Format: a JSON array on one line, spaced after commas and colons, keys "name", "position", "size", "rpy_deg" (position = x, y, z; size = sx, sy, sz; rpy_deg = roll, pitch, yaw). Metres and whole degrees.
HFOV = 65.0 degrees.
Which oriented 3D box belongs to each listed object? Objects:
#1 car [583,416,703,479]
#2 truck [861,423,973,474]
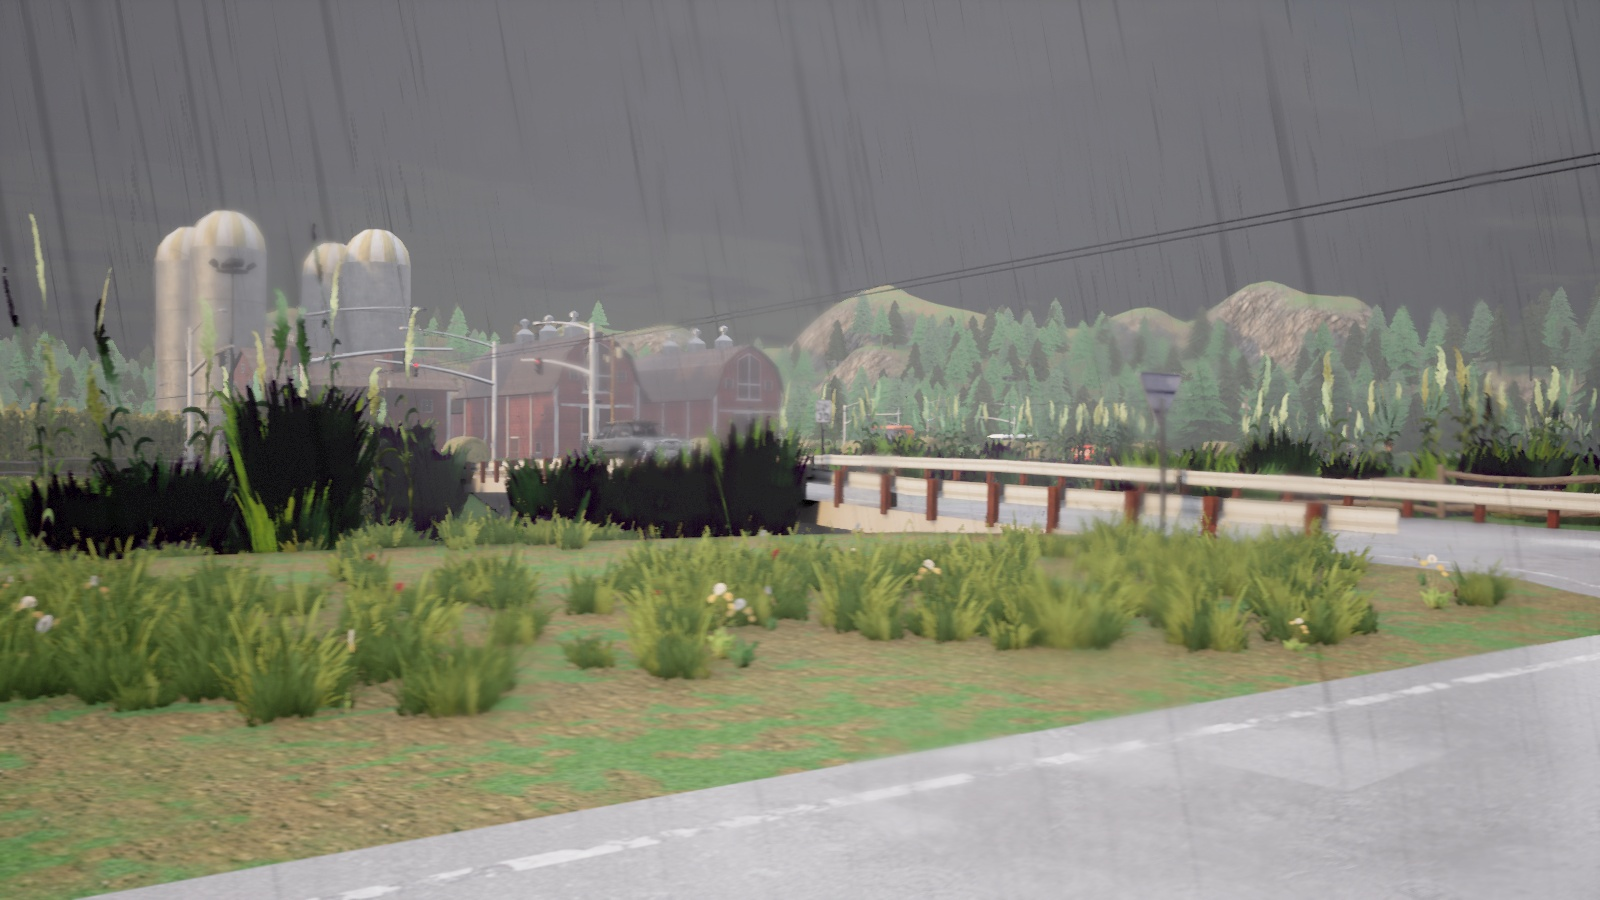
[{"name": "car", "position": [-5.045, -0.053, 39.827], "size": [1.932, 1.855, 4.605], "rpy_deg": [0, -1, -33]}, {"name": "truck", "position": [8.237, -0.099, 87.921], "size": [7.936, 3.462, 2.891], "rpy_deg": [0, 0, -38]}]
